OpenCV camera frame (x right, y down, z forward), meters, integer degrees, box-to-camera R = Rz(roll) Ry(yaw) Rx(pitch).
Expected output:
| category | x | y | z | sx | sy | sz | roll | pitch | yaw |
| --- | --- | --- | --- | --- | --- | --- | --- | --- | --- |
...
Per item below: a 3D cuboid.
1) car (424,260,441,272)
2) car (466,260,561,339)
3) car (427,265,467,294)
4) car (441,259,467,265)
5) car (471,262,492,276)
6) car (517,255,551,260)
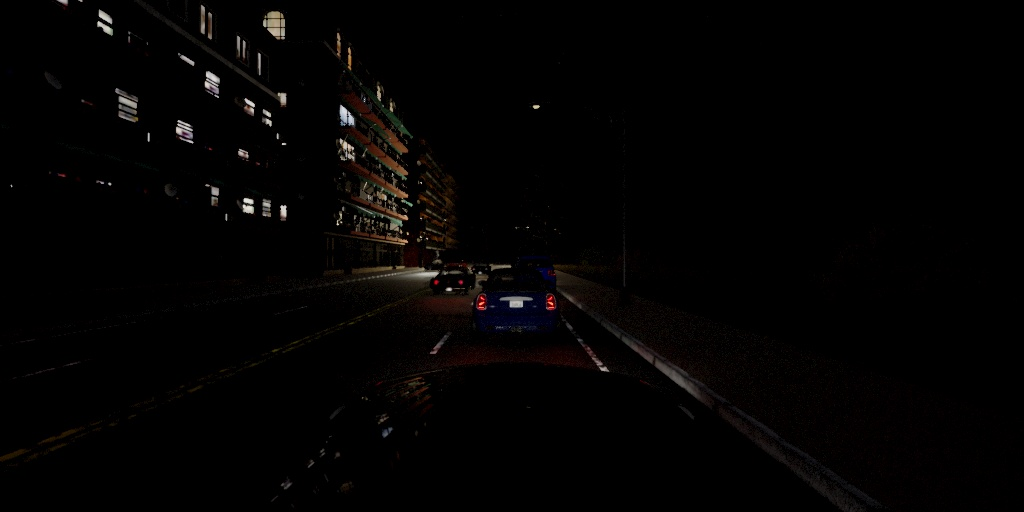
| category | x | y | z | sx | sy | sz | roll | pitch | yaw |
| --- | --- | --- | --- | --- | --- | --- | --- | --- | --- |
| car | -9.847 | 1.242 | 45.697 | 2.128 | 1.511 | 4.902 | 0 | 0 | 0 |
| car | 0.097 | 1.103 | 10.193 | 2.097 | 1.767 | 4.553 | 0 | 0 | 0 |
| car | -3.153 | 1.353 | 20.125 | 1.895 | 1.301 | 4.718 | 0 | 0 | 0 |
| car | -6.599 | 1.103 | 42.500 | 2.097 | 1.767 | 4.553 | 0 | 0 | 0 |
| car | -3.146 | 1.353 | 37.917 | 1.895 | 1.301 | 4.718 | 0 | 0 | 0 |
| car | 1.136 | 0.977 | 19.768 | 2.150 | 2.045 | 5.566 | 0 | 0 | 0 |
